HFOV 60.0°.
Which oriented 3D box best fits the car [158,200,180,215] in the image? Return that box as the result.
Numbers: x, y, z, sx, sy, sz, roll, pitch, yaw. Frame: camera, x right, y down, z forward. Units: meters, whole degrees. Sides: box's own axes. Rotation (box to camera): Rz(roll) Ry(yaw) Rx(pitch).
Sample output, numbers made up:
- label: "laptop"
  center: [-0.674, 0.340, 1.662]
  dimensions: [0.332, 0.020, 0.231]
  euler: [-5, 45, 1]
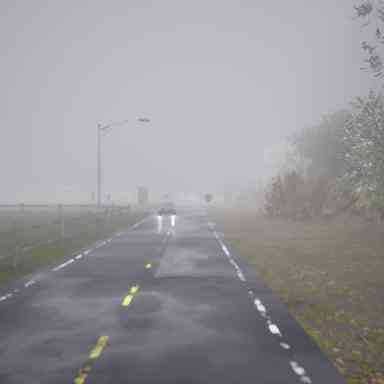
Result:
- label: "car"
  center: [-2.754, 1.855, 38.441]
  dimensions: [1.837, 1.490, 4.892]
  euler: [0, -1, 0]
